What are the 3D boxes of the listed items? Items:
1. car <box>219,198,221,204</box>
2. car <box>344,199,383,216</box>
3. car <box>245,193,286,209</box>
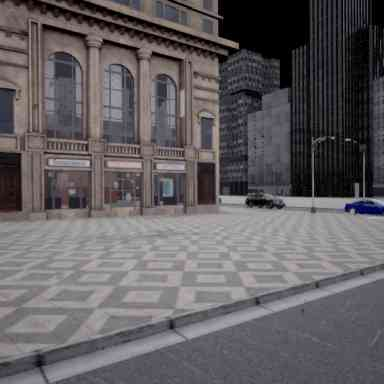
[{"bbox_3d":[2.940,1.314,56.711,1.882,1.535,5.008,-1,1,-34],"label":"car"},{"bbox_3d":[16.717,1.426,30.727,1.882,1.535,5.008,-1,1,-35],"label":"car"},{"bbox_3d":[9.138,1.132,41.939,2.150,2.045,5.566,-1,0,-34],"label":"car"}]
